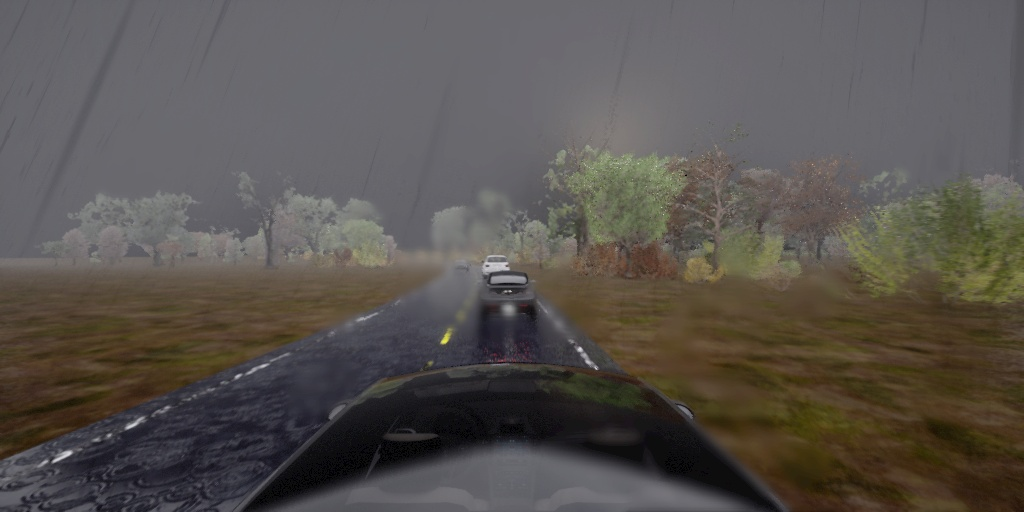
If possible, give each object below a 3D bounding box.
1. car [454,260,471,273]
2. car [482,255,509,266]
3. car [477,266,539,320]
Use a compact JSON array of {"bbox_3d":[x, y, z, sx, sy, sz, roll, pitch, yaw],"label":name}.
[{"bbox_3d":[-6.131,1.263,44.394,1.837,1.490,4.892,0,-1,-8],"label":"car"},{"bbox_3d":[-1.486,0.972,32.017,2.150,2.045,5.566,0,0,-6],"label":"car"},{"bbox_3d":[-0.159,1.254,12.560,1.837,1.490,4.892,0,0,-2],"label":"car"}]
